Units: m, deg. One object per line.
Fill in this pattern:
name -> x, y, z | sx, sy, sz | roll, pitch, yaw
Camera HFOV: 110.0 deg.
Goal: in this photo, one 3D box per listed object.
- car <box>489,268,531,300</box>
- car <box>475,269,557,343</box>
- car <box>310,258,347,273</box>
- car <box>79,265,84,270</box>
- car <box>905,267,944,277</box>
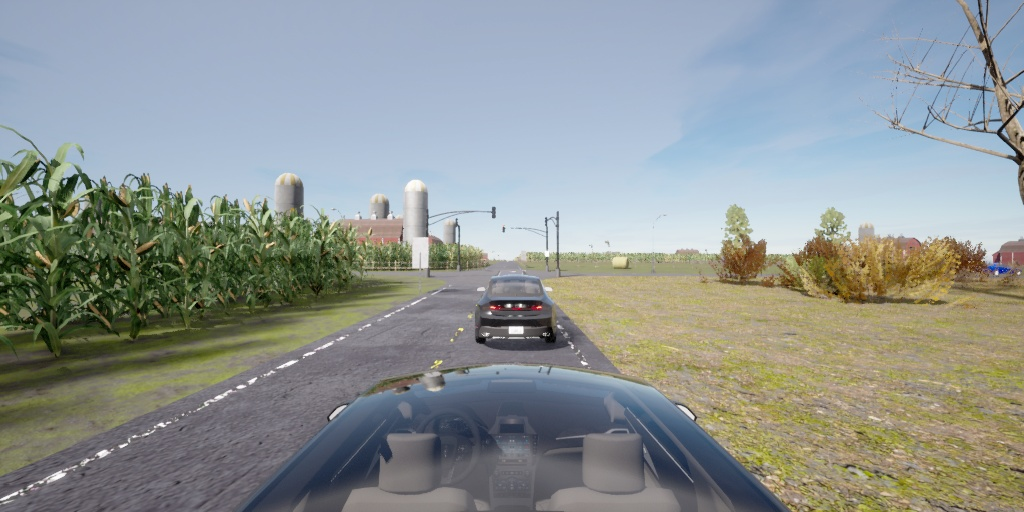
car -> 0.033, 1.360, 18.838 | 1.895, 1.301, 4.718 | 0, 0, 4
car -> 0.080, 1.259, 9.686 | 1.837, 1.490, 4.892 | 0, 0, 0
car -> -19.826, 0.931, 37.674 | 4.553, 1.767, 2.097 | 0, -1, -3
car -> -46.169, 0.937, 36.262 | 4.181, 1.385, 1.994 | 1, -1, -3
car -> 48.561, 1.768, 42.548 | 4.181, 1.385, 1.994 | 1, -1, -5
